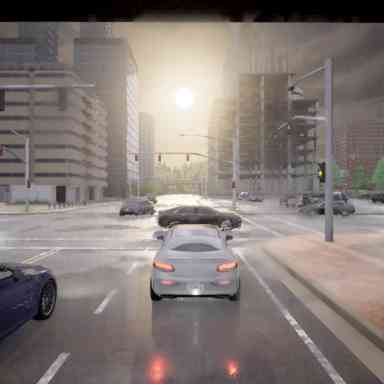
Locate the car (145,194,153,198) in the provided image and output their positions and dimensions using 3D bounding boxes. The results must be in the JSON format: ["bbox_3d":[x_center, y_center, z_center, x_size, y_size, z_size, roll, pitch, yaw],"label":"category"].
[{"bbox_3d":[-8.148,1.478,55.261,1.882,1.535,5.008,0,0,0],"label":"car"}]

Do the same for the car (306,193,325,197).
[{"bbox_3d":[15.972,1.156,44.221,1.905,1.878,3.866,0,0,0],"label":"car"}]

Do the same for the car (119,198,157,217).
[{"bbox_3d":[-5.214,1.564,31.927,1.994,1.385,4.181,0,0,20],"label":"car"}]

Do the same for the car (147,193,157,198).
[{"bbox_3d":[-8.183,1.221,65.841,2.150,2.045,5.566,0,0,-1],"label":"car"}]

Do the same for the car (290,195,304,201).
[{"bbox_3d":[24.299,1.395,76.827,1.970,1.475,3.806,0,0,0],"label":"car"}]

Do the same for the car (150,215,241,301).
[{"bbox_3d":[0.073,1.526,8.220,1.812,1.442,4.674,0,0,0],"label":"car"}]

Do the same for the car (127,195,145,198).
[{"bbox_3d":[-8.074,1.352,44.810,2.097,1.767,4.553,0,0,0],"label":"car"}]

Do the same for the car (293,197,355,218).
[{"bbox_3d":[12.107,1.491,30.027,4.902,1.511,2.128,0,0,0],"label":"car"}]

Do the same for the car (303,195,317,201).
[{"bbox_3d":[27.194,1.364,76.840,1.784,1.438,3.905,0,0,0],"label":"car"}]

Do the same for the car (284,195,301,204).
[{"bbox_3d":[18.599,1.395,61.700,1.970,1.475,3.806,0,0,0],"label":"car"}]

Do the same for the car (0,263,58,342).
[{"bbox_3d":[-3.441,1.526,4.346,1.812,1.442,4.674,0,0,0],"label":"car"}]

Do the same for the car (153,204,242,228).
[{"bbox_3d":[0.445,1.505,19.315,4.892,1.490,1.837,0,0,-1],"label":"car"}]

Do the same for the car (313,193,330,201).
[{"bbox_3d":[29.877,1.153,76.902,1.932,1.855,4.605,0,0,0],"label":"car"}]

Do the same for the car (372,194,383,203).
[{"bbox_3d":[35.496,1.153,61.866,1.932,1.855,4.605,0,0,0],"label":"car"}]

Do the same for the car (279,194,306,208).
[{"bbox_3d":[13.077,1.153,44.262,1.932,1.855,4.605,0,0,0],"label":"car"}]
